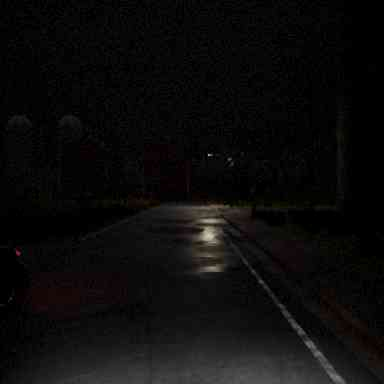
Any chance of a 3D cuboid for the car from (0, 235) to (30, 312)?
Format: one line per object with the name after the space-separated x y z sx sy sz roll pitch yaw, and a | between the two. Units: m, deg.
-5.423 1.351 5.700 2.097 1.767 4.553 0 0 44 | car
